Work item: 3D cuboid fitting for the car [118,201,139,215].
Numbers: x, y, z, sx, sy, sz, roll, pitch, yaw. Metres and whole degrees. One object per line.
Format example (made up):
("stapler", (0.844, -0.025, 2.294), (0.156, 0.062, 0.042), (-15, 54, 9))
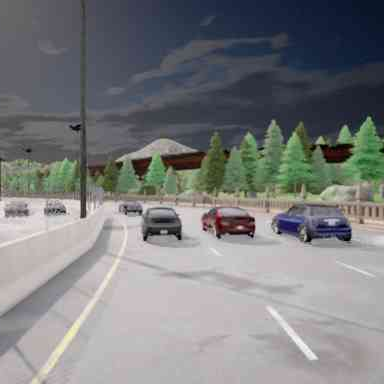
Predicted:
("car", (-6.475, 1.603, 34.879), (2.033, 1.411, 5.357), (0, 0, -21))

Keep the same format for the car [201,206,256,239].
("car", (1.774, 1.486, 17.670), (1.882, 1.535, 5.008), (0, 0, -10))

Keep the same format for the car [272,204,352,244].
("car", (5.573, 1.344, 16.068), (2.097, 1.767, 4.553), (0, 0, -8))

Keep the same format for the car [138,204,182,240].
("car", (-1.655, 1.526, 17.088), (1.837, 1.490, 4.892), (0, 0, -10))
